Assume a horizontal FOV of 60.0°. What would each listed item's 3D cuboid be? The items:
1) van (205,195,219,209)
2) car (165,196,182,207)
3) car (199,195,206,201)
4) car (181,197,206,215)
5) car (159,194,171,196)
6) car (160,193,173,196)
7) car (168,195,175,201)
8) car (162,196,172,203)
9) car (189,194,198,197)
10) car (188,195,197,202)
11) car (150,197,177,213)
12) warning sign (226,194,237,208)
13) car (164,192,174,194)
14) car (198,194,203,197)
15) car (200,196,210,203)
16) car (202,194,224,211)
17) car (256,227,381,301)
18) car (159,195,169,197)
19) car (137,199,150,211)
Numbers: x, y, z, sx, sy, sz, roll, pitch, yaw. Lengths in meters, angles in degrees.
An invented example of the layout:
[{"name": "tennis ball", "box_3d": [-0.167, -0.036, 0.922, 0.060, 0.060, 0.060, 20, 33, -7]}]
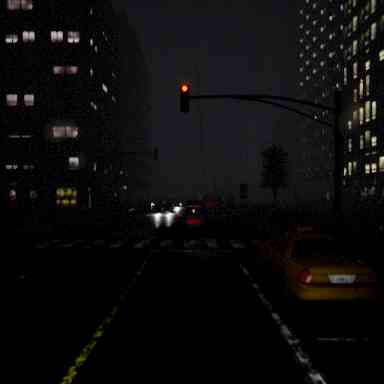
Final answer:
[{"name": "van", "box_3d": [2.777, 1.367, 46.050, 1.690, 1.788, 3.998, 0, 0, 0]}, {"name": "car", "box_3d": [-2.988, 1.635, 52.377, 1.895, 1.301, 4.718, 0, 0, 0]}, {"name": "car", "box_3d": [2.866, 1.631, 90.434, 1.752, 1.417, 4.829, 0, 0, 0]}, {"name": "car", "box_3d": [0.166, 1.518, 33.708, 1.837, 1.490, 4.892, 0, 0, 0]}, {"name": "car", "box_3d": [-5.569, 1.596, 62.646, 1.887, 1.381, 4.507, 0, 0, 0]}, {"name": "car", "box_3d": [-5.559, 1.501, 68.174, 1.967, 1.590, 4.097, 0, 0, 0]}, {"name": "car", "box_3d": [-5.514, 1.630, 90.111, 1.752, 1.417, 4.829, 0, 0, 0]}, {"name": "car", "box_3d": [-5.547, 1.653, 73.701, 1.802, 1.307, 4.206, 0, 0, 0]}, {"name": "car", "box_3d": [0.137, 1.555, 69.305, 2.128, 1.511, 4.902, 0, 0, 0]}, {"name": "car", "box_3d": [0.159, 1.521, 79.723, 2.128, 1.511, 4.902, 0, 0, 0]}, {"name": "car", "box_3d": [-3.054, 1.580, 36.753, 1.994, 1.385, 4.181, 0, 0, 1]}, {"name": "warning sign", "box_3d": [5.159, 1.138, 43.776, 1.300, 1.860, 1.060, 0, 0, 0]}, {"name": "car", "box_3d": [-5.537, 1.522, 79.227, 1.967, 1.590, 4.097, 0, 0, 0]}, {"name": "car", "box_3d": [2.810, 1.366, 62.630, 2.192, 1.841, 5.009, 0, 0, 0]}, {"name": "car", "box_3d": [2.833, 1.616, 73.684, 1.887, 1.381, 4.507, 0, 0, 0]}, {"name": "car", "box_3d": [2.766, 1.335, 40.525, 2.192, 1.841, 5.009, 0, 0, 0]}, {"name": "car", "box_3d": [2.703, 1.526, 8.281, 1.752, 1.417, 4.829, 0, 0, 0]}, {"name": "car", "box_3d": [-5.580, 1.592, 57.120, 2.008, 1.369, 4.403, 0, 0, 0]}, {"name": "car", "box_3d": [-5.613, 1.570, 40.541, 2.008, 1.369, 4.403, 0, 0, 0]}]
